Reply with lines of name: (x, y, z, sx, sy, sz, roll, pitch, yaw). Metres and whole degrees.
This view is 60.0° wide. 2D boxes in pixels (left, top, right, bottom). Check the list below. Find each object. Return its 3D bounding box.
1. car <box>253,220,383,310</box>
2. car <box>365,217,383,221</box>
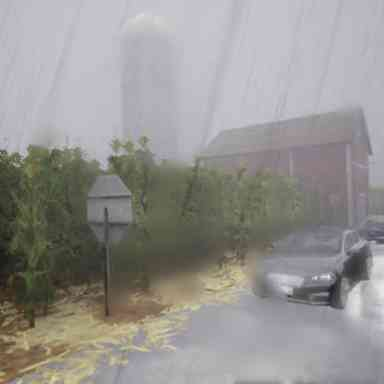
car: (3.255, 1.674, 8.443, 2.128, 1.511, 4.902, -3, -2, 37)
car: (9.484, 1.960, 16.686, 1.895, 1.301, 4.718, -3, -2, 37)
